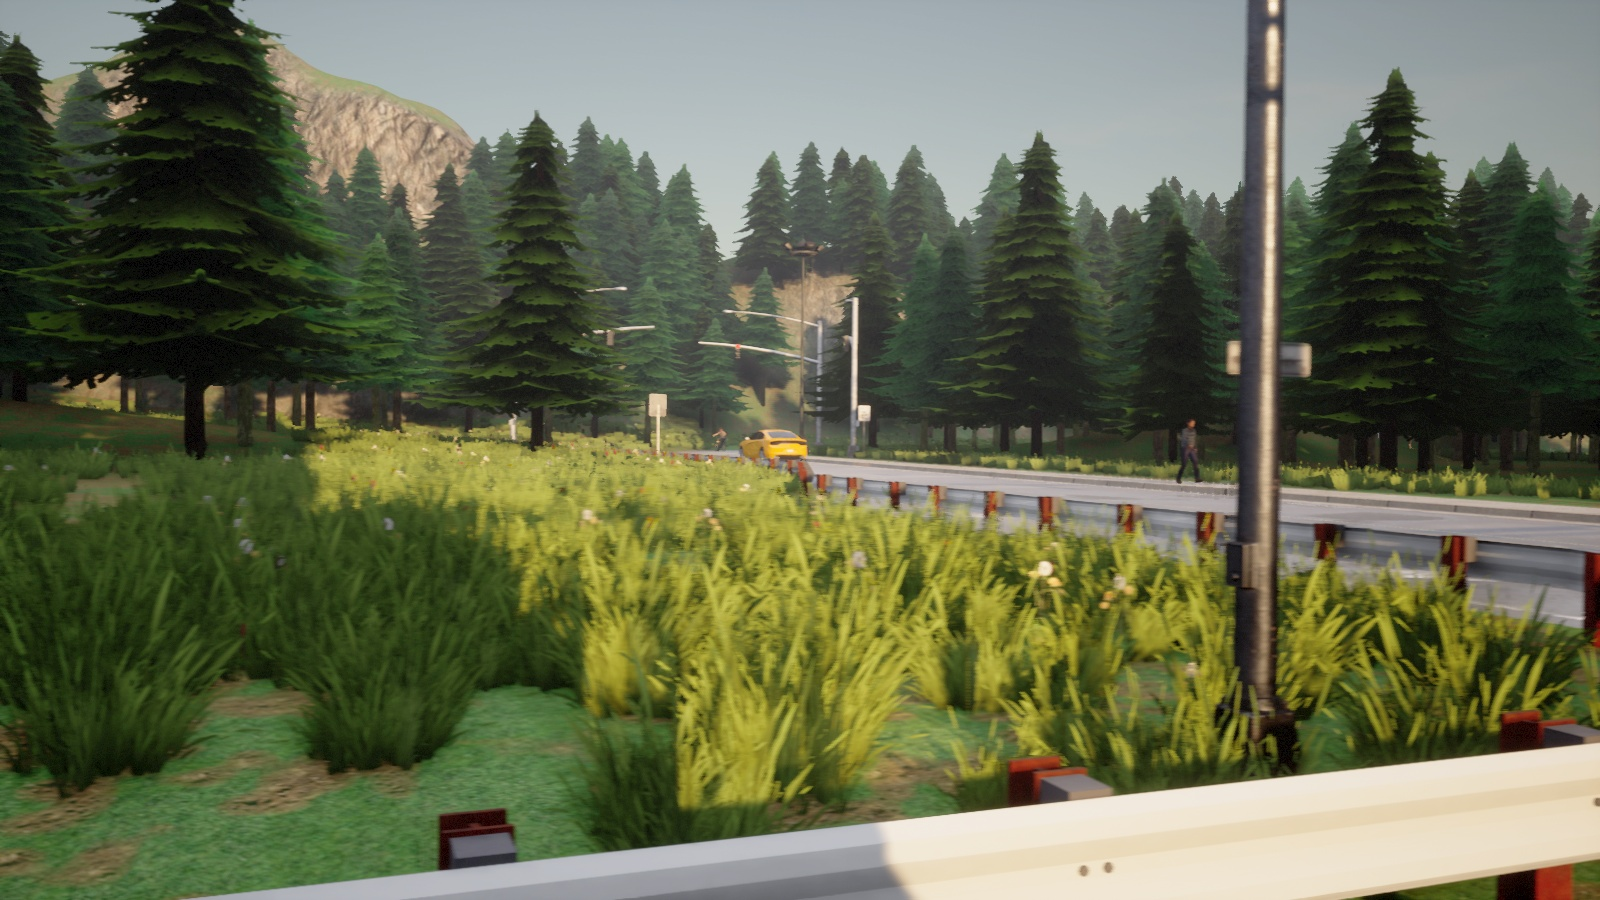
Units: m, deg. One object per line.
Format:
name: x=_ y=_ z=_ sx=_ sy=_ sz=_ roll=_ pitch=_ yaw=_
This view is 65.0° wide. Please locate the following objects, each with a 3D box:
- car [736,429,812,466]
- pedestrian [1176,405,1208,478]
car: x=-1.217 y=-0.140 z=55.399 sx=1.882 sy=1.535 sz=5.008 roll=-1 pitch=1 yaw=-20
pedestrian: x=10.632 y=-0.236 z=34.086 sx=0.423 sy=1.949 sz=0.788 roll=-1 pitch=1 yaw=-20
